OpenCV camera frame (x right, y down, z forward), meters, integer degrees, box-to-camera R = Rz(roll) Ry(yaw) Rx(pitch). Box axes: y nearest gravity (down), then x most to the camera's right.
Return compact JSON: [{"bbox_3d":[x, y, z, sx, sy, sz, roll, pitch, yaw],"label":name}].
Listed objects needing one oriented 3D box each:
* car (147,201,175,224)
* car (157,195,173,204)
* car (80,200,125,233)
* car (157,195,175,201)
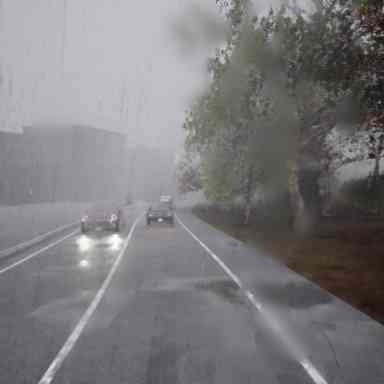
[{"bbox_3d":[-2.404,1.598,24.823,1.895,1.301,4.718,-1,0,-6],"label":"car"},{"bbox_3d":[-4.959,1.351,61.310,1.812,1.442,4.674,1,0,10],"label":"car"},{"bbox_3d":[-5.291,1.408,20.121,2.097,1.767,4.553,-1,0,-7],"label":"car"},{"bbox_3d":[-3.272,1.469,42.840,1.812,1.442,4.674,0,0,1],"label":"car"}]
